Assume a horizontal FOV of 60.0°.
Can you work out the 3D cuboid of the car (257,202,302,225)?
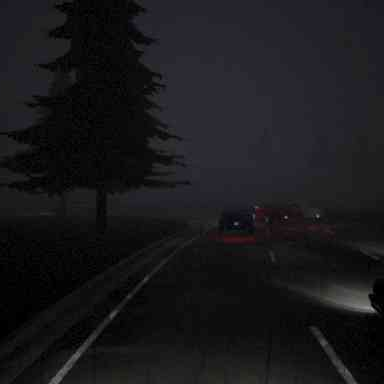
[{"bbox_3d":[5.853,1.504,24.445,1.882,1.535,5.008,1,0,-9],"label":"car"}]

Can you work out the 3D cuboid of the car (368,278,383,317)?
[{"bbox_3d":[3.834,1.561,3.288,2.033,1.411,5.357,0,0,4],"label":"car"}]

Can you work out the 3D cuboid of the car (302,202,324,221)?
[{"bbox_3d":[8.701,1.562,26.919,1.812,1.442,4.674,1,0,-16],"label":"car"}]

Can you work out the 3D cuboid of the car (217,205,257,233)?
[{"bbox_3d":[2.525,1.491,19.717,1.882,1.535,5.008,0,0,5],"label":"car"}]

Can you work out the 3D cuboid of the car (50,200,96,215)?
[{"bbox_3d":[-11.599,1.494,33.011,4.674,1.442,1.812,0,-1,-9],"label":"car"}]
